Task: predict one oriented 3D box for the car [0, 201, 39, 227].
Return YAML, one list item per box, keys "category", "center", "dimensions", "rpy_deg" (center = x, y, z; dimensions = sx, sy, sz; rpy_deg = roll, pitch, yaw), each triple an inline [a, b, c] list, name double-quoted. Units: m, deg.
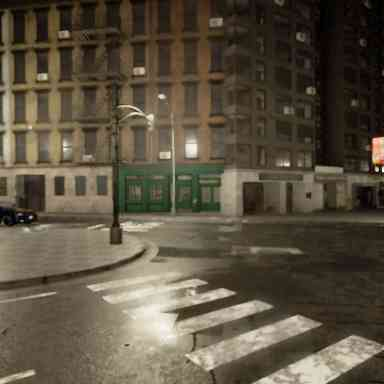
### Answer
- category: "car"
  center: [-10.967, 1.220, 18.859]
  dimensions: [4.181, 1.385, 1.994]
  rpy_deg: [0, 0, 8]
